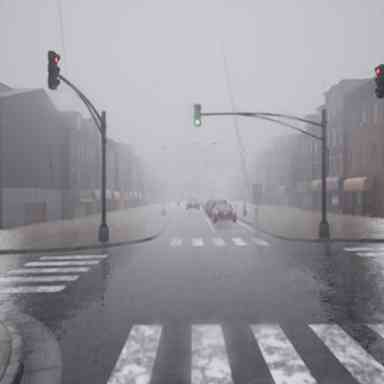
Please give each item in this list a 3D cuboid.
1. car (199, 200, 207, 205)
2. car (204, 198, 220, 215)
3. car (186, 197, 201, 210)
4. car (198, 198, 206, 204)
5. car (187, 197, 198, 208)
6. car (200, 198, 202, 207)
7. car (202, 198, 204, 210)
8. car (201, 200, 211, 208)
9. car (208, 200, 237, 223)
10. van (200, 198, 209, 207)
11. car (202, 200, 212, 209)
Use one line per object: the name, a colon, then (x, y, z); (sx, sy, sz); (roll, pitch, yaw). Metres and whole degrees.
car: (2.751, 2.614, 82.682); (1.802, 1.307, 4.206); (-1, -1, 0)
car: (2.678, 1.696, 34.068); (2.192, 1.841, 5.009); (-1, -1, 0)
car: (0.179, 1.989, 54.158); (2.097, 1.767, 4.553); (0, -1, 1)
car: (2.765, 2.631, 93.488); (1.967, 1.590, 4.097); (-1, -1, 0)
car: (0.189, 2.034, 67.155); (2.150, 2.045, 5.566); (0, -1, 1)
car: (2.702, 2.026, 50.273); (1.967, 1.590, 4.097); (-1, -1, 0)
car: (2.686, 1.763, 39.471); (2.192, 1.841, 5.009); (-1, -1, 0)
car: (2.727, 2.331, 66.647); (1.752, 1.417, 4.829); (-1, -1, 0)
car: (2.671, 1.756, 28.665); (1.967, 1.590, 4.097); (-1, -1, 0)
van: (2.733, 2.219, 71.882); (1.690, 1.788, 3.998); (-1, -1, 0)
car: (2.719, 2.257, 61.246); (1.752, 1.417, 4.829); (-1, -1, 0)
